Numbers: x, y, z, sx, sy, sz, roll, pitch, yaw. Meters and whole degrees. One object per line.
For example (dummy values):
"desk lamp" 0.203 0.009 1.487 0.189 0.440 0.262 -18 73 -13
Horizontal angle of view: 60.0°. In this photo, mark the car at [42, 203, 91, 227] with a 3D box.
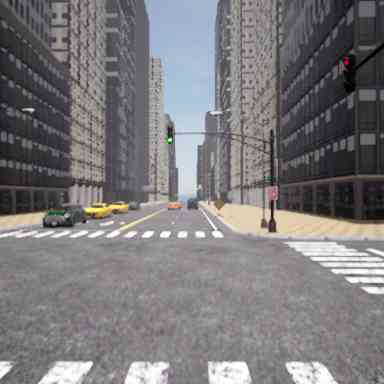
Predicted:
"car" -9.832 1.709 25.975 2.097 1.767 4.553 0 -1 0

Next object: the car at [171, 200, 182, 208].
"car" -3.134 2.506 67.880 2.128 1.511 4.902 0 -1 0

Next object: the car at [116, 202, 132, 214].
"car" -9.816 2.116 44.841 1.882 1.535 5.008 0 -1 0

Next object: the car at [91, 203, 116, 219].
"car" -9.828 1.969 35.160 1.882 1.535 5.008 0 -1 0

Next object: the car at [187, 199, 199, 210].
"car" 0.139 2.352 57.911 1.837 1.490 4.892 0 -1 0

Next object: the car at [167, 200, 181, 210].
"car" -3.111 2.196 57.694 2.097 1.767 4.553 0 -1 0

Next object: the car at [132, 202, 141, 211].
"car" -9.769 2.355 55.486 2.033 1.411 5.357 0 -1 1
